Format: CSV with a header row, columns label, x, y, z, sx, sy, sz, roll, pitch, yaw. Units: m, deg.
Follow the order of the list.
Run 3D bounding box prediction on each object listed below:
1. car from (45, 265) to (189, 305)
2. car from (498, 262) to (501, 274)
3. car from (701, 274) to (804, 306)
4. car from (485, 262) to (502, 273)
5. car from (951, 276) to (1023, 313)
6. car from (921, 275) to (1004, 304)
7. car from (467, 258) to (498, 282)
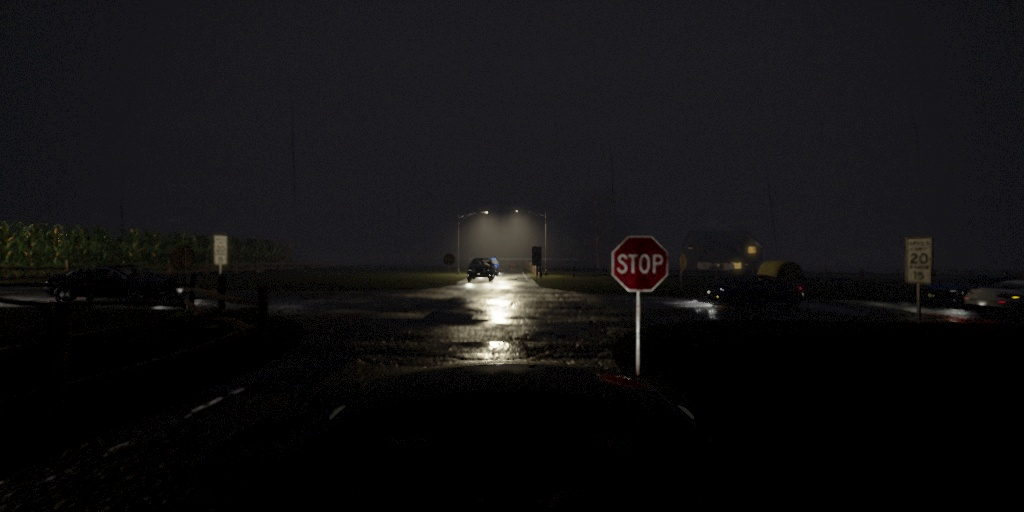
label,x,y,z,sx,sy,sz,roll,pitch,yaw
car,-16.341,1.141,15.036,4.902,1.511,2.128,1,0,0
car,-2.721,1.268,43.116,2.150,2.045,5.566,0,0,0
car,11.462,1.583,17.259,4.181,1.385,1.994,1,0,0
car,-2.673,1.610,53.241,2.128,1.511,4.902,0,0,0
car,21.067,1.703,14.267,4.674,1.442,1.812,1,0,1
car,22.625,1.658,17.157,5.008,1.535,1.882,1,0,1
car,-2.755,1.193,32.754,2.150,2.045,5.566,0,0,0
